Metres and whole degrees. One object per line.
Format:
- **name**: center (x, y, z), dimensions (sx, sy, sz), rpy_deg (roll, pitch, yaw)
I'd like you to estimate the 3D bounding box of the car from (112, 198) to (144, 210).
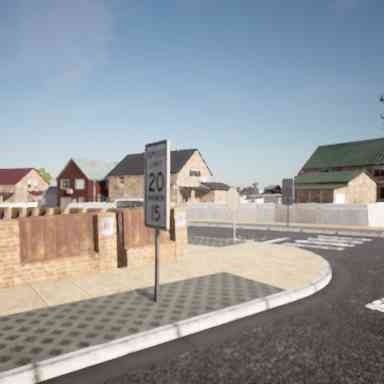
- **car**: center (-2.876, 1.405, 20.882), dimensions (5.566, 2.045, 2.150), rpy_deg (-1, -2, 40)
